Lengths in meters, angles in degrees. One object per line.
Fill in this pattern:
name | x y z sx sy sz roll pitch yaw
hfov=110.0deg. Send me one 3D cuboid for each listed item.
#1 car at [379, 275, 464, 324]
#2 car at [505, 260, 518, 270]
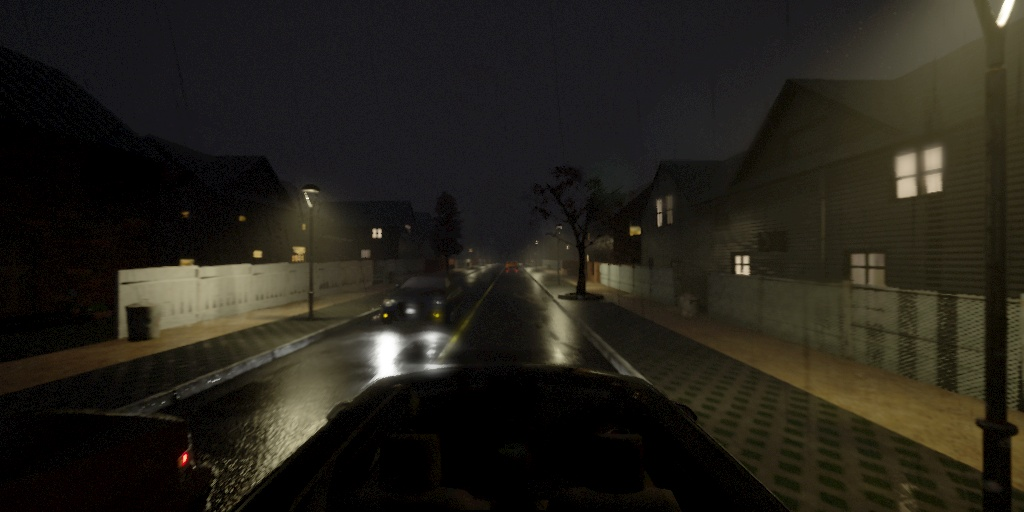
car | -2.752 1.318 11.779 1.994 1.385 4.181 0 0 0
car | -0.013 1.362 56.972 1.882 1.535 5.008 0 0 0
